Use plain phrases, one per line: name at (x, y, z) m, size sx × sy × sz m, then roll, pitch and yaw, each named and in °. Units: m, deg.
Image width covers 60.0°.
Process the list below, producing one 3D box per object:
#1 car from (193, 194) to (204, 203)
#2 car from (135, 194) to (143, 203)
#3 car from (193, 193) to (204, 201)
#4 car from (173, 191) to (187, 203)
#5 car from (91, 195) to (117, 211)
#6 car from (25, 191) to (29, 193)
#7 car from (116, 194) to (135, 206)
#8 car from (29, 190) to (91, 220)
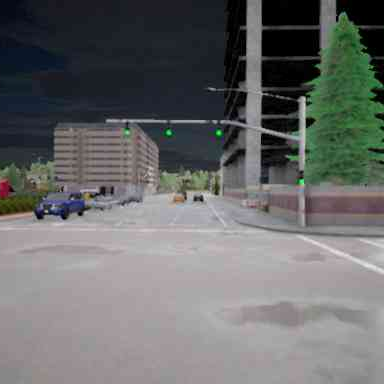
car at (1.133, 1.085, 59.329) m, size 1.882 × 1.535 × 5.008 m, roll 0°, pitch 0°, yaw 1°
car at (-9.466, 1.118, 56.011) m, size 2.033 × 1.411 × 5.357 m, roll 0°, pitch 0°, yaw 1°
car at (1.307, 1.066, 69.612) m, size 2.128 × 1.511 × 4.902 m, roll 0°, pitch 0°, yaw 1°
car at (-2.355, 1.063, 59.688) m, size 1.882 × 1.535 × 5.008 m, roll 0°, pitch 0°, yaw 1°
car at (-9.940, 1.301, 35.805) m, size 1.895 × 1.301 × 4.718 m, roll 0°, pitch 0°, yaw 1°
car at (-31.095, 0.612, 63.568) m, size 4.605 × 1.855 × 1.932 m, roll 0°, pitch 0°, yaw 1°
car at (-9.737, 1.130, 45.439) m, size 2.128 × 1.511 × 4.902 m, roll 0°, pitch 0°, yaw 1°
car at (-10.127, 0.985, 26.041) m, size 2.150 × 2.045 × 5.566 m, roll 0°, pitch 0°, yaw 1°
